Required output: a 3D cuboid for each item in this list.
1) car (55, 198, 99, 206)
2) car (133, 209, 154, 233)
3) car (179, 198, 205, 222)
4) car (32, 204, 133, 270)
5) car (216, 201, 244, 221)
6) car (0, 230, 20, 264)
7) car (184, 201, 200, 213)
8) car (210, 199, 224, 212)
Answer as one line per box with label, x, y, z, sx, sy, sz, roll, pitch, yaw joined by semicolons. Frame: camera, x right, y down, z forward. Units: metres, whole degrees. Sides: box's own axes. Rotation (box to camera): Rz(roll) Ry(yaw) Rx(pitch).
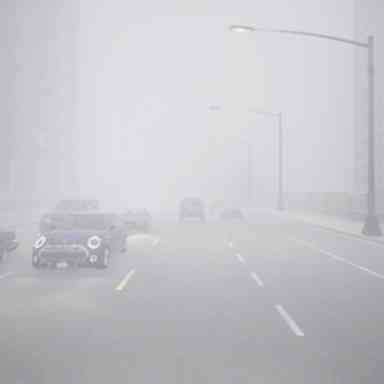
car;-7.095;1.417;20.134;2.150;2.045;5.566;0;-1;0
car;-3.594;1.771;21.301;1.994;1.385;4.181;0;-1;0
car;0.000;1.509;29.763;2.150;2.045;5.566;0;-1;0
car;-3.600;1.465;11.491;2.097;1.767;4.553;0;-1;0
car;3.586;1.825;30.818;1.812;1.442;4.674;0;0;0
car;-7.104;1.642;9.602;2.033;1.411;5.357;0;-1;0
car;0.035;1.994;44.326;1.994;1.385;4.181;0;0;1
car;3.538;1.786;44.832;2.097;1.767;4.553;0;-1;0
